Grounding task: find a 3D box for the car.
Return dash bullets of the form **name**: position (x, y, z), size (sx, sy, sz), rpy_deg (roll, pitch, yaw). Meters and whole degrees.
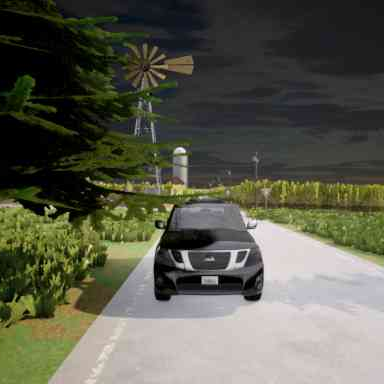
- **car**: position (0.335, 1.224, 8.692), size (2.150, 2.045, 5.566), rpy_deg (0, 0, 0)
